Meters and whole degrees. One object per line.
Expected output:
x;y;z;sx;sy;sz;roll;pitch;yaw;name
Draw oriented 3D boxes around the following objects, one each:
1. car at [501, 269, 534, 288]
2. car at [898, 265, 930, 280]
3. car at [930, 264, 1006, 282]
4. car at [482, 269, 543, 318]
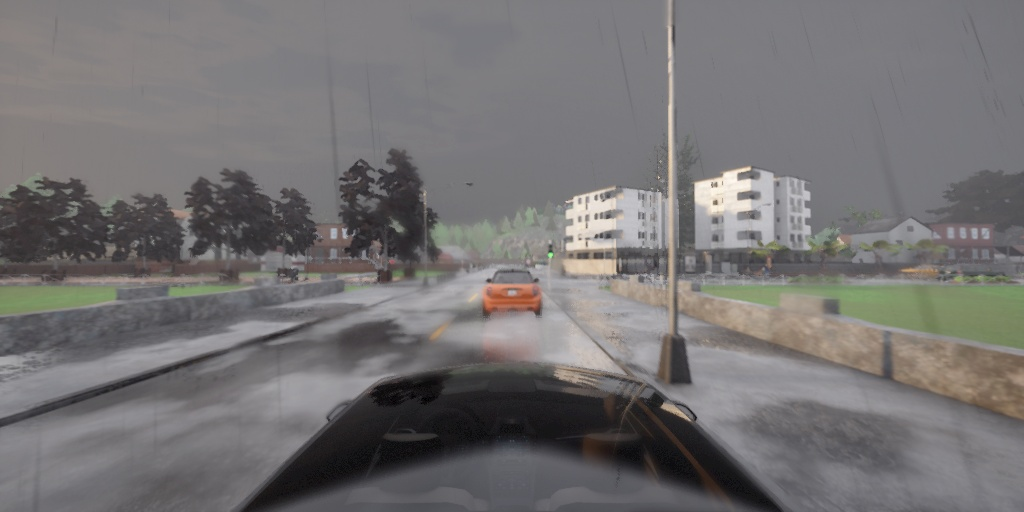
0.538;1.723;28.435;1.895;1.301;4.718;0;-1;10;car
43.438;1.725;37.487;5.008;1.535;1.882;0;-1;1;car
42.764;1.546;33.403;4.553;1.767;2.097;0;-1;1;car
0.041;1.273;14.036;2.097;1.767;4.553;0;-1;1;car
